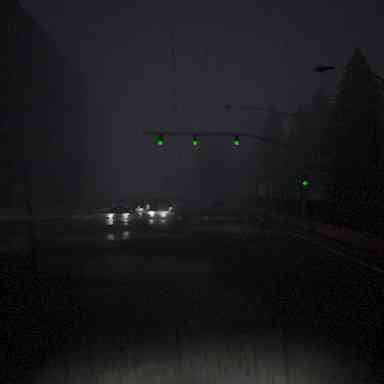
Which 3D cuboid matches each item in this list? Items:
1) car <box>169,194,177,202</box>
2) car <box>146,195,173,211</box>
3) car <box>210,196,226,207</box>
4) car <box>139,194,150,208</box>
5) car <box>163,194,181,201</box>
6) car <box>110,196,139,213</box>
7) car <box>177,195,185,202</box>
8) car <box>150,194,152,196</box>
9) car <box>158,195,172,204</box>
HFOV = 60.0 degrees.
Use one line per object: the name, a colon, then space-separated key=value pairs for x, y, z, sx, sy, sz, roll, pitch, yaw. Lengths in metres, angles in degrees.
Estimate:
car: x=-3.612 y=1.310 z=46.311 sx=2.033 sy=1.411 sz=5.357 roll=0 pitch=0 yaw=0
car: x=-3.573 y=1.373 z=37.126 sx=1.994 sy=1.385 sz=4.181 roll=0 pitch=0 yaw=0
car: x=3.570 y=1.309 z=46.360 sx=2.033 sy=1.411 sz=5.357 roll=0 pitch=0 yaw=-1
car: x=-7.139 y=1.254 z=43.653 sx=1.882 sy=1.535 sz=5.008 roll=0 pitch=0 yaw=-1
car: x=-4.497 y=1.148 z=73.488 sx=1.812 sy=1.442 sz=4.674 roll=0 pitch=0 yaw=-37
car: x=-7.076 y=1.350 z=34.394 sx=1.812 sy=1.442 sz=4.674 roll=0 pitch=0 yaw=0
car: x=-2.914 y=1.278 z=62.879 sx=1.895 sy=1.301 sz=4.718 roll=0 pitch=0 yaw=-21
car: x=-7.785 y=1.250 z=53.850 sx=1.812 sy=1.442 sz=4.674 roll=0 pitch=0 yaw=-9
car: x=-4.642 y=1.236 z=56.435 sx=1.812 sy=1.442 sz=4.674 roll=0 pitch=0 yaw=-11
